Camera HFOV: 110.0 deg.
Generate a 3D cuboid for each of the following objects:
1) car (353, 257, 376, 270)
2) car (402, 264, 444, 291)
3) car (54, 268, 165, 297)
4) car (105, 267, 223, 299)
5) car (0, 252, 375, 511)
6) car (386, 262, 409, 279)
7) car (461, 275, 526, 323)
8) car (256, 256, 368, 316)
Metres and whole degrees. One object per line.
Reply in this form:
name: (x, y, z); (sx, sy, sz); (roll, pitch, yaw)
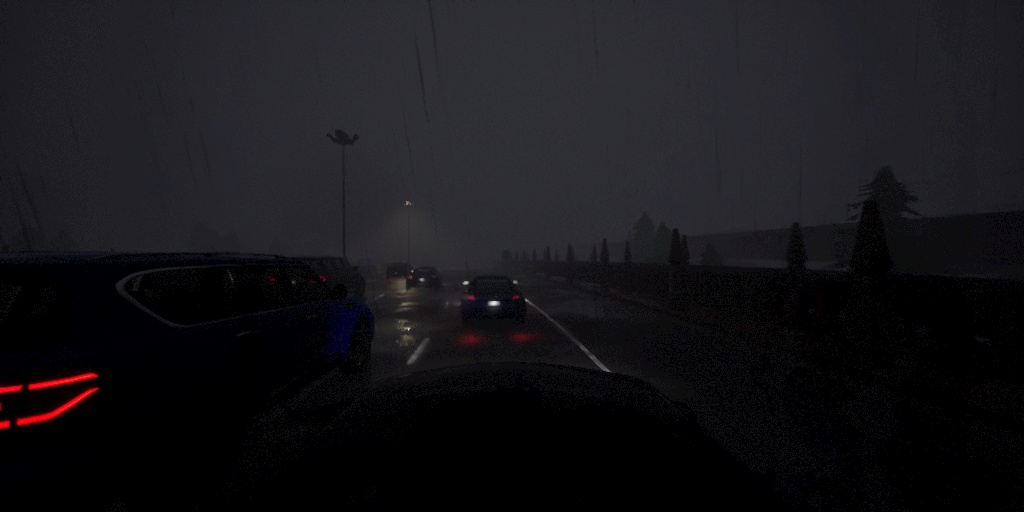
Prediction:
car: (-24.585, 1.329, 60.083); (2.150, 2.045, 5.566); (0, -2, -7)
car: (-5.428, 1.360, 22.661); (1.994, 1.385, 4.181); (0, 0, -7)
car: (-23.003, 1.445, 20.788); (1.994, 1.385, 4.181); (0, 0, -8)
car: (-19.435, 1.411, 20.484); (2.033, 1.411, 5.357); (0, 0, -8)
car: (-3.598, 0.987, 4.437); (2.150, 2.045, 5.566); (0, 0, -2)
car: (-10.358, 1.314, 33.460); (1.882, 1.535, 5.008); (0, 0, -7)
car: (-0.696, 1.323, 12.226); (1.994, 1.385, 4.181); (0, 0, -5)
car: (-8.002, 1.020, 15.158); (2.150, 2.045, 5.566); (0, 0, -7)
